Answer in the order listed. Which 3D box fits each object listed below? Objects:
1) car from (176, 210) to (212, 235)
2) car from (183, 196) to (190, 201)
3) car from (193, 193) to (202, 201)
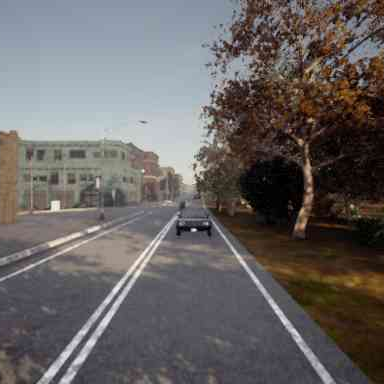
[{"bbox_3d":[0.104,1.654,19.088,1.895,1.301,4.718,0,0,0],"label":"car"},{"bbox_3d":[-1.651,1.808,95.414,2.033,1.411,5.357,0,0,2],"label":"car"},{"bbox_3d":[1.380,1.356,88.452,2.150,2.045,5.566,0,0,2],"label":"car"}]
